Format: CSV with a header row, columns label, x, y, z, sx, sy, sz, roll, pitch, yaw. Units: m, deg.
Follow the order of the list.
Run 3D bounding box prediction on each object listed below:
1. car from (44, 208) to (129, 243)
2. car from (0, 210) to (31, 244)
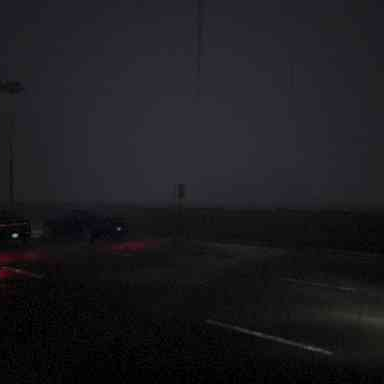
label,x,y,z,sx,sy,sz,roll,pitch,yaw
car,-5.299,1.518,16.368,5.008,1.535,1.882,0,0,36
car,-9.081,1.538,14.768,4.902,1.511,2.128,0,0,36
